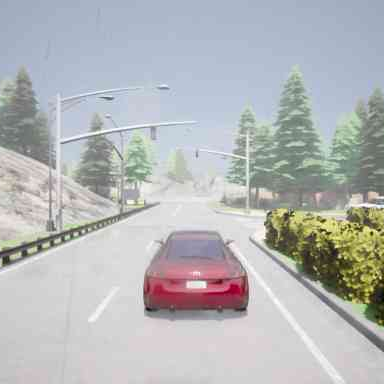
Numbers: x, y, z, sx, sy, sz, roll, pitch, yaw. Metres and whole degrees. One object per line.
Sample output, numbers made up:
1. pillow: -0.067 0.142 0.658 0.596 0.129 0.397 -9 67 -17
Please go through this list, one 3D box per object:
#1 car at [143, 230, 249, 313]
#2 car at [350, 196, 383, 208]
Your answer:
1. car: 0.070 1.564 7.731 1.994 1.385 4.181 0 0 0
2. car: 16.090 1.384 27.836 5.566 2.045 2.150 0 0 0
